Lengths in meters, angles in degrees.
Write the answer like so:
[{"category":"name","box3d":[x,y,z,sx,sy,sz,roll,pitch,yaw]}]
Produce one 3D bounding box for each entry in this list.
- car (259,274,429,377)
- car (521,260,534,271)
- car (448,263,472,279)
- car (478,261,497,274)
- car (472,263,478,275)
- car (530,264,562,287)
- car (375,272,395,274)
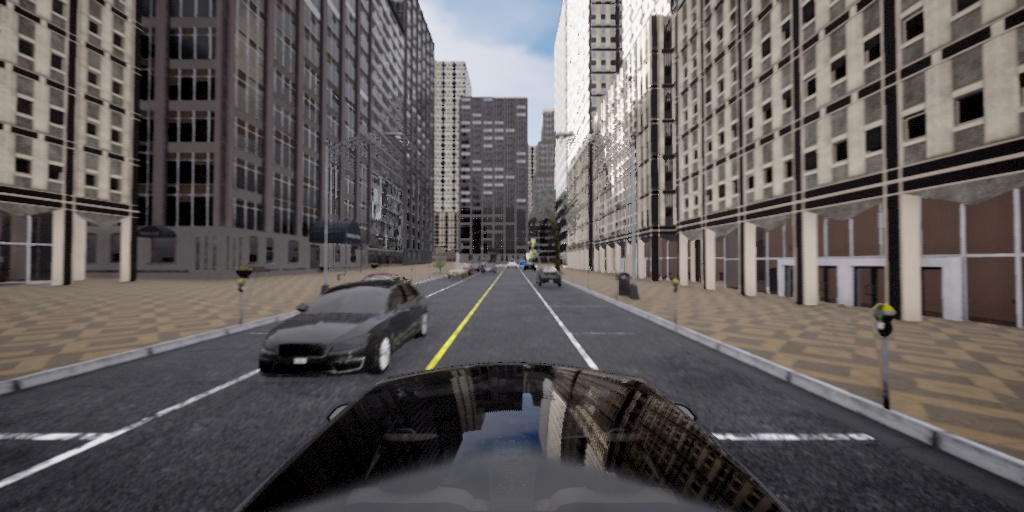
[{"category":"car","box3d":[-3.100,1.307,7.685,1.837,1.490,4.892,0,0,0]},{"category":"car","box3d":[3.009,1.753,62.427,1.882,1.535,5.008,0,0,0]},{"category":"car","box3d":[-5.684,1.593,38.064,1.751,1.417,4.829,0,0,0]},{"category":"car","box3d":[-3.066,1.647,48.363,2.128,1.511,4.902,0,0,0]},{"category":"car","box3d":[-5.683,1.662,43.877,1.888,1.381,4.507,0,0,0]},{"category":"car","box3d":[2.695,1.522,26.959,2.007,1.370,4.403,0,0,0]},{"category":"car","box3d":[-5.687,1.417,15.663,1.888,1.381,4.507,0,0,0]}]
